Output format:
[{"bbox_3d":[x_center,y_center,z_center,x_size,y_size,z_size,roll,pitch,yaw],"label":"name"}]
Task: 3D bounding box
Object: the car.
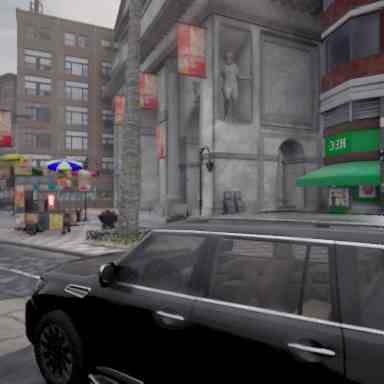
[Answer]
[{"bbox_3d":[0.515,1.227,3.525,5.566,2.045,2.150,0,0,36],"label":"car"}]
